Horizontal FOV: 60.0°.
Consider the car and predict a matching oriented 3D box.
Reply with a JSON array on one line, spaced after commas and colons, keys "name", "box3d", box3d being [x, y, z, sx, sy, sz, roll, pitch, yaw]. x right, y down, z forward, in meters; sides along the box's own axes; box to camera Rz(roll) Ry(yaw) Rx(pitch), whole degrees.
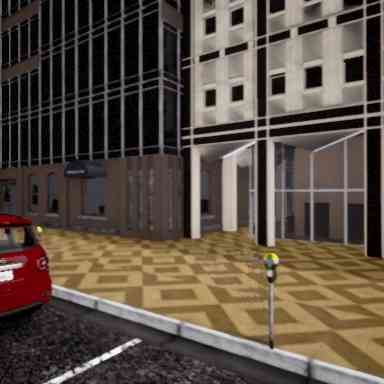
[{"name": "car", "box3d": [-4.671, 1.306, 6.213, 5.009, 1.841, 2.192, 0, 0, 36]}]
